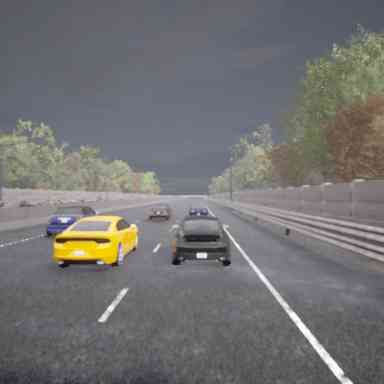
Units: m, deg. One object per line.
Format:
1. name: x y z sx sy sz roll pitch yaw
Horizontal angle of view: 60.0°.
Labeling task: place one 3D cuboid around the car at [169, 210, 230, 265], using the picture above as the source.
1. car: 0.327 1.627 12.199 1.837 1.490 4.892 0 0 1

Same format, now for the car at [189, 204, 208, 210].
1. car: 0.675 1.956 35.112 1.895 1.301 4.718 0 -1 1

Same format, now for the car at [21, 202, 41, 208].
1. car: -16.967 2.007 37.819 1.895 1.301 4.718 0 -1 1

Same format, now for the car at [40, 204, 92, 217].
1. car: -6.562 1.552 19.299 2.097 1.767 4.553 0 -1 1

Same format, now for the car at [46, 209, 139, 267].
1. car: -3.175 1.600 11.953 1.882 1.535 5.008 0 0 1

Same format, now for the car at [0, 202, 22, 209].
1. car: -20.447 1.898 38.762 1.882 1.535 5.008 0 -1 1

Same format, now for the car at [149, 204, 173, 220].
1. car: -2.874 1.869 31.335 2.033 1.411 5.357 0 -1 1
